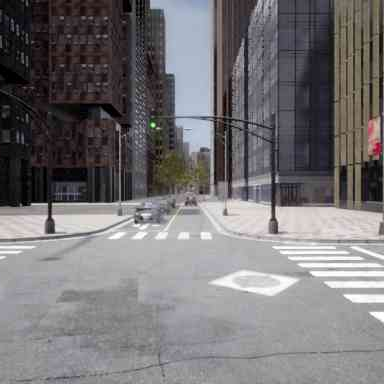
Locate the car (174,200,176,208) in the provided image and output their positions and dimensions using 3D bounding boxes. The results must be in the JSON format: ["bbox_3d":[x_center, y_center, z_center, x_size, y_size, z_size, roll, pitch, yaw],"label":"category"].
[{"bbox_3d":[-3.231,1.466,45.234,1.882,1.535,5.008,0,0,0],"label":"car"}]

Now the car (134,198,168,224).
[{"bbox_3d":[-3.169,1.485,25.047,2.128,1.511,4.902,0,0,-1],"label":"car"}]

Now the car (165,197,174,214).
[{"bbox_3d":[-3.196,1.517,34.879,1.812,1.442,4.674,0,0,0],"label":"car"}]

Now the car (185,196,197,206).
[{"bbox_3d":[-0.181,1.512,55.114,1.812,1.442,4.674,0,0,0],"label":"car"}]

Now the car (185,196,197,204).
[{"bbox_3d":[-0.219,1.477,65.119,2.128,1.511,4.902,0,0,0],"label":"car"}]
